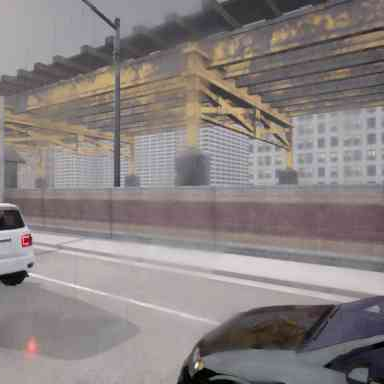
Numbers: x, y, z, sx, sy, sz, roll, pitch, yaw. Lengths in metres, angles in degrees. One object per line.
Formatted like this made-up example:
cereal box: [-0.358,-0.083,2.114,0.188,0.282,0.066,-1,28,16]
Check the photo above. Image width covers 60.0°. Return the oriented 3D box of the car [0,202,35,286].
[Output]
car: [-6.186,1.246,8.314,5.566,2.045,2.150,0,0,36]

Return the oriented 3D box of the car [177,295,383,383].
car: [1.913,1.576,2.637,4.181,1.385,1.994,0,0,35]
